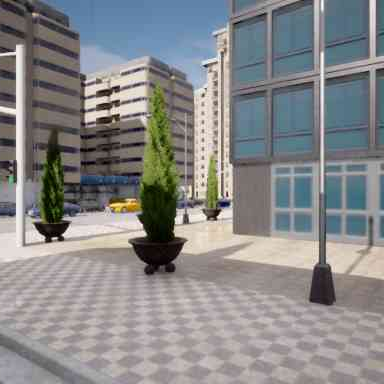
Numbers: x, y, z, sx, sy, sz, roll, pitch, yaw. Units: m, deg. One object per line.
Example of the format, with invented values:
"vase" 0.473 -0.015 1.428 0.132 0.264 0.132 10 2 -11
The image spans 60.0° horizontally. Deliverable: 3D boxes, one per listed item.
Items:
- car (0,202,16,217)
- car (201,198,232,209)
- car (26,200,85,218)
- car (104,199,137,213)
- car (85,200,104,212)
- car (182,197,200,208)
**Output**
"car" -17.121 1.602 29.725 2.033 1.411 5.357 0 0 35
"car" 3.800 1.533 46.812 1.882 1.535 5.008 0 0 35
"car" -12.465 1.581 30.207 1.812 1.442 4.674 0 0 35
"car" -7.143 1.533 37.756 1.882 1.535 5.008 0 0 35
"car" -11.786 1.619 37.254 1.994 1.385 4.181 0 0 35
"car" -1.365 1.581 45.885 1.812 1.442 4.674 0 0 35
